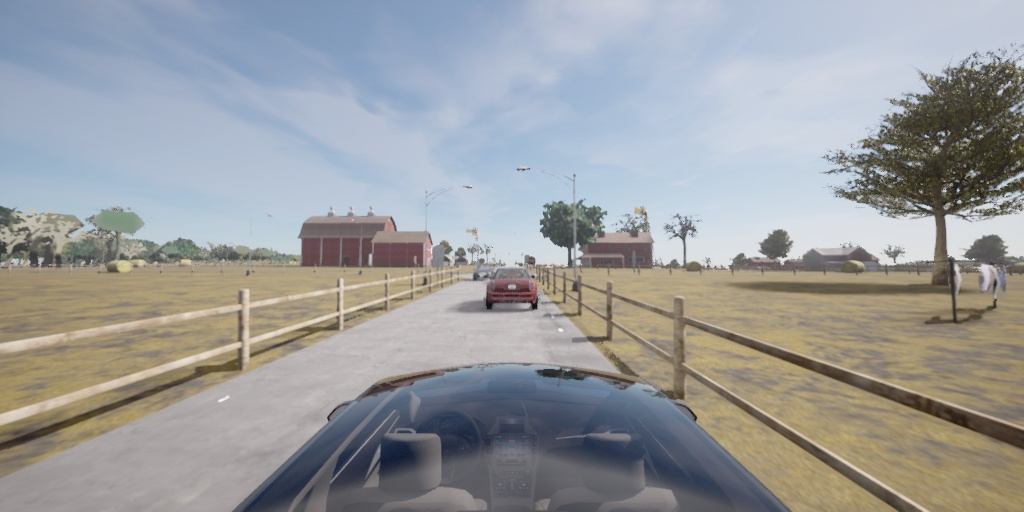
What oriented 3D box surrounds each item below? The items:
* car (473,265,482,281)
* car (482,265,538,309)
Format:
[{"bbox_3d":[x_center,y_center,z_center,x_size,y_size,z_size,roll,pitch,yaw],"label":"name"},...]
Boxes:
[{"bbox_3d":[-2.746,1.623,35.344,2.128,1.511,4.902,0,-1,0],"label":"car"},{"bbox_3d":[0.005,1.246,15.965,2.097,1.767,4.553,0,-1,0],"label":"car"}]
